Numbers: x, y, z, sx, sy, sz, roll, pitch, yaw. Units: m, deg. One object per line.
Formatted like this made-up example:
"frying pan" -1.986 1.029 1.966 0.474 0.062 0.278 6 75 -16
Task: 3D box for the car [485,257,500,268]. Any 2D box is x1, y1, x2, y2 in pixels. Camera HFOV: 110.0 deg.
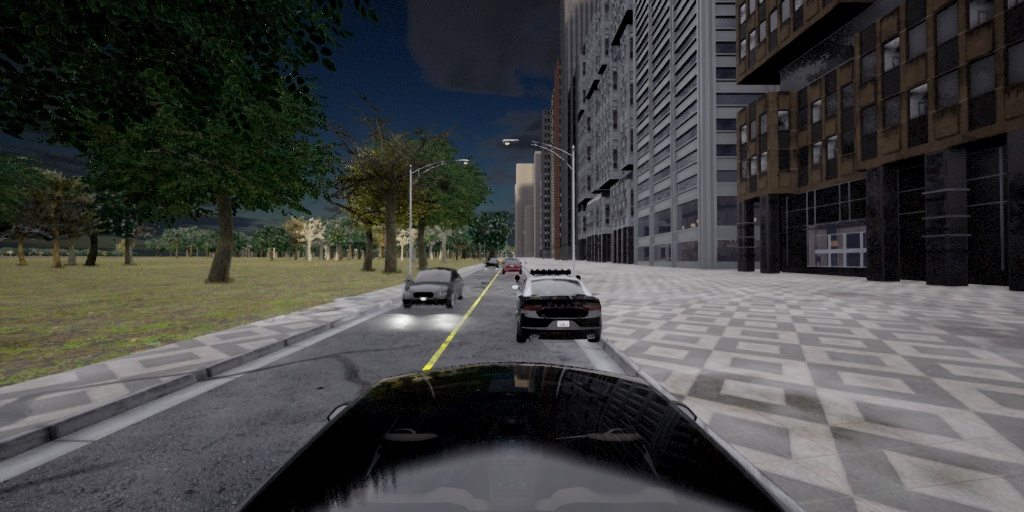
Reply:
"car" -3.175 1.033 57.280 2.097 1.767 4.553 0 0 0

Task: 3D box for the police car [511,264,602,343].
"police car" 1.038 1.174 9.859 1.930 1.638 5.238 0 0 0

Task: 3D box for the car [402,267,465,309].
"car" -3.121 1.252 15.018 1.837 1.490 4.892 0 0 0

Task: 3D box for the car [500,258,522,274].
"car" 0.018 1.063 39.647 2.097 1.767 4.553 0 0 0
